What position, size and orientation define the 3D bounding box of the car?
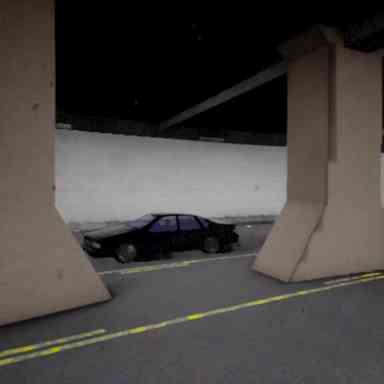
[{"bbox_3d":[-0.923,1.408,11.400,5.357,1.411,2.033,0,1,-30],"label":"car"}]
